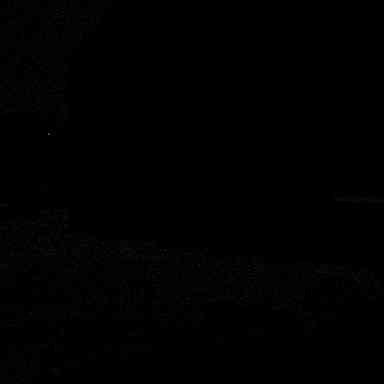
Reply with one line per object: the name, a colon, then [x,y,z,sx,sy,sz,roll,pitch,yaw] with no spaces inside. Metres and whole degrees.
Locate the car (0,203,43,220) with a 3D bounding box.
car: [-14.826,1.575,27.341,1.752,1.417,4.829,-1,-1,36]
